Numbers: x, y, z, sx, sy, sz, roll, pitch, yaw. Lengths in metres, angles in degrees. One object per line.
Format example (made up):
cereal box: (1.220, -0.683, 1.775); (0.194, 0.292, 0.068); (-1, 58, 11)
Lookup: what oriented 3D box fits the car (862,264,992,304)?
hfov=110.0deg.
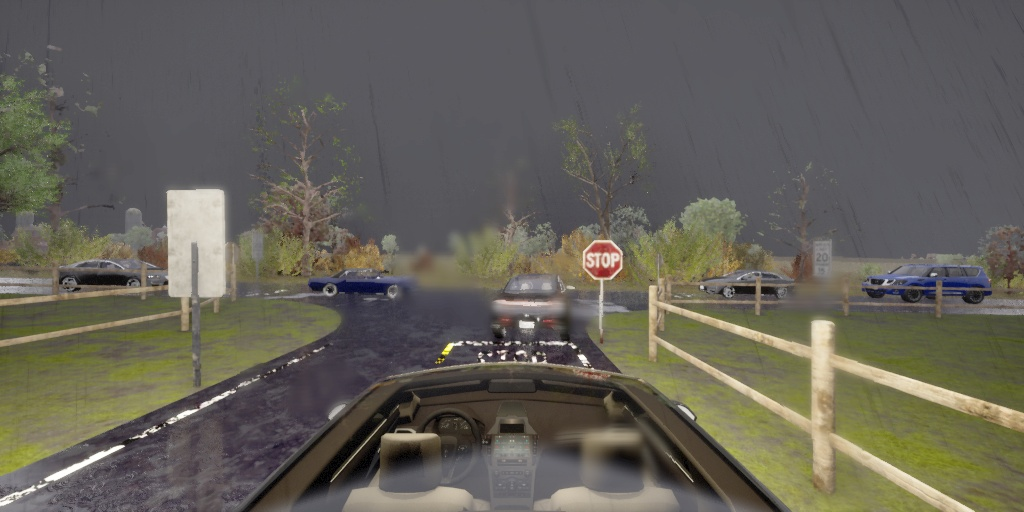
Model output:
car: (22.904, 1.466, 19.899); (5.566, 2.045, 2.150); (1, 1, 0)

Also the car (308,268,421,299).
car: (-6.818, 1.248, 16.989); (4.718, 1.301, 1.895); (1, 1, 0)

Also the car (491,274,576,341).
car: (0.709, 1.240, 9.956); (2.128, 1.511, 4.902); (0, 0, 9)

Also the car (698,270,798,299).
car: (13.008, 1.525, 19.912); (4.902, 1.511, 2.128); (1, 1, 0)

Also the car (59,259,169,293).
car: (-18.486, 0.885, 17.008); (4.902, 1.511, 2.128); (1, 1, 0)
